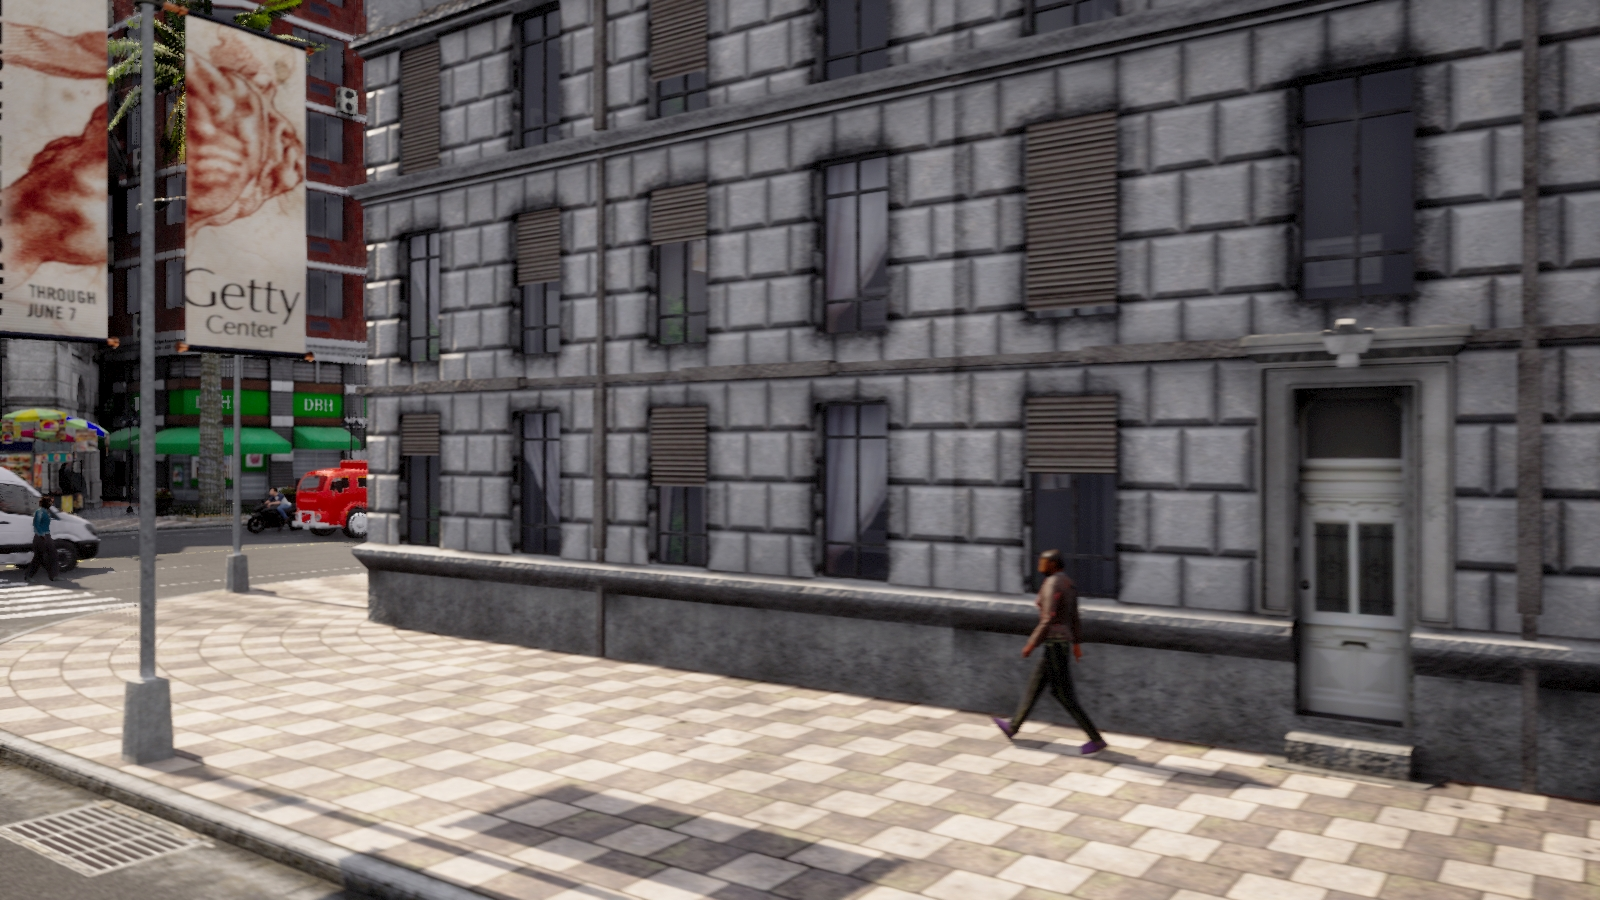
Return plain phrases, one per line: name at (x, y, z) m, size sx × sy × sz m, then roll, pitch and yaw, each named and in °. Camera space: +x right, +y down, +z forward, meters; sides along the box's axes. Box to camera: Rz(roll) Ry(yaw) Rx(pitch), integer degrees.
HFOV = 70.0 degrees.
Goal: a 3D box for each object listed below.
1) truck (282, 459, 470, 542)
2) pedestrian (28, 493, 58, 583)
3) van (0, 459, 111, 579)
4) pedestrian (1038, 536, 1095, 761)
truck at (-13.792, 1.547, 37.499) m, size 2.627 × 2.467 × 5.204 m, roll 0°, pitch 0°, yaw 35°
pedestrian at (-15.788, 1.832, 23.836) m, size 0.375 × 1.860 × 0.375 m, roll 0°, pitch 0°, yaw -1°
van at (-18.609, 1.516, 24.826) m, size 1.988 × 2.561 × 5.915 m, roll 0°, pitch 0°, yaw 36°
pedestrian at (2.312, 1.693, 9.909) m, size 0.375 × 1.860 × 0.375 m, roll 0°, pitch 0°, yaw 31°
